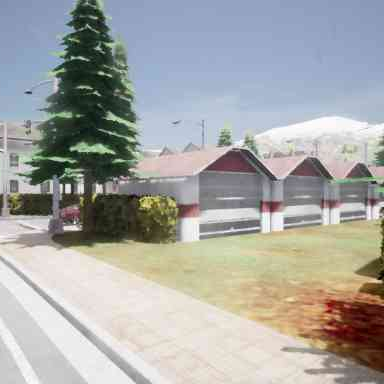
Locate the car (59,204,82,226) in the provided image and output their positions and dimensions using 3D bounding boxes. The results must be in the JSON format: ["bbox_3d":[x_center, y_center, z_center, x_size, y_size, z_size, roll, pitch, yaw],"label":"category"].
[{"bbox_3d":[-7.185,1.541,23.668,4.674,1.442,1.812,0,0,-38],"label":"car"}]
